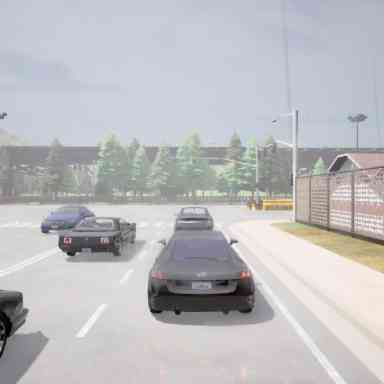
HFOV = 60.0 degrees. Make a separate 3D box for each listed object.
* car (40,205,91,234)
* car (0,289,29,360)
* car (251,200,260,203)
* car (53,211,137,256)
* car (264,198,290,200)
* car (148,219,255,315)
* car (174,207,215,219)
[{"bbox_3d":[-7.002,1.526,19.282,1.812,1.442,4.674,0,0,0],"label":"car"},{"bbox_3d":[-3.399,1.547,2.579,2.033,1.411,5.357,0,0,0],"label":"car"},{"bbox_3d":[11.752,1.601,52.362,4.718,1.301,1.895,0,0,-2],"label":"car"},{"bbox_3d":[-3.398,1.601,12.975,1.895,1.301,4.718,0,0,0],"label":"car"},{"bbox_3d":[12.289,1.601,45.343,4.718,1.301,1.895,0,0,-3],"label":"car"},{"bbox_3d":[0.147,1.564,7.653,1.994,1.385,4.181,0,0,-1],"label":"car"},{"bbox_3d":[0.119,1.492,16.559,2.128,1.511,4.902,0,0,1],"label":"car"}]
